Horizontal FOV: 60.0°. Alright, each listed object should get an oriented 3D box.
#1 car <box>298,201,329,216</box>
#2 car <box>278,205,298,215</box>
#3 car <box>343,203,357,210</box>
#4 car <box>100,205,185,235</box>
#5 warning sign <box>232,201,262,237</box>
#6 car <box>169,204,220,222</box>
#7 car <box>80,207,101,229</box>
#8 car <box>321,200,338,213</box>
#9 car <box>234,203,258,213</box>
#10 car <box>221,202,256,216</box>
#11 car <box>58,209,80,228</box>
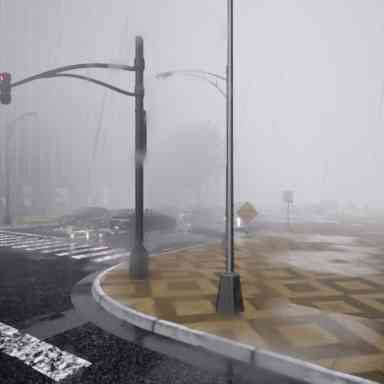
[{"bbox_3d":[16.274,2.343,44.355,2.128,1.511,4.902,0,-1,33],"label":"car"},{"bbox_3d":[13.697,2.454,46.348,1.895,1.301,4.718,0,-1,33],"label":"car"},{"bbox_3d":[31.323,2.837,65.802,1.812,1.442,4.674,0,-1,33],"label":"car"},{"bbox_3d":[-2.856,1.794,20.421,2.128,1.511,4.902,0,-1,33],"label":"car"},{"bbox_3d":[3.084,1.454,18.560,1.300,1.860,1.060,1,1,33],"label":"warning sign"},{"bbox_3d":[0.339,1.992,31.814,2.128,1.511,4.902,0,-1,33],"label":"car"},{"bbox_3d":[-4.923,1.874,23.612,2.033,1.411,5.357,0,-1,33],"label":"car"},{"bbox_3d":[21.792,2.254,53.046,2.150,2.045,5.566,0,-1,33],"label":"car"},{"bbox_3d":[8.130,2.370,49.869,1.812,1.442,4.674,0,-1,32],"label":"car"},{"bbox_3d":[5.808,2.034,40.324,2.097,1.767,4.553,0,-1,33],"label":"car"},{"bbox_3d":[-7.795,1.844,25.141,1.812,1.442,4.674,0,-1,31],"label":"car"}]
